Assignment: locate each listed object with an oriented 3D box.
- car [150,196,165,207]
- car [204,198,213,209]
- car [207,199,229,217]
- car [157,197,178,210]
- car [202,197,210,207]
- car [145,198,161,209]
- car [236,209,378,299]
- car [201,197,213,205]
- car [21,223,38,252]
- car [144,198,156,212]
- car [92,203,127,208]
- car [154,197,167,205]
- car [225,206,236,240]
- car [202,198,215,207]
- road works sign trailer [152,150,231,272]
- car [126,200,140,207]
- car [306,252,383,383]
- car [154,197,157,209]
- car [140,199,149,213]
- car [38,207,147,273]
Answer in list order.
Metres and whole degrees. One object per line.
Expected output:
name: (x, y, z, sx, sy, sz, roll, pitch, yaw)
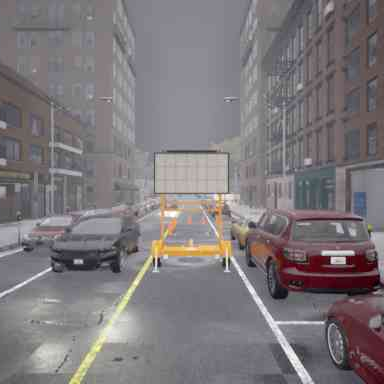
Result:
car: (-5.456, 1.454, 52.501, 1.967, 1.590, 4.097, 0, 0, 0)
car: (2.591, 1.584, 35.958, 1.802, 1.307, 4.206, 0, 0, 0)
car: (2.599, 1.583, 30.441, 1.802, 1.307, 4.206, 0, 0, 0)
car: (-2.801, 1.497, 41.703, 2.128, 1.511, 4.902, 0, 0, 0)
car: (2.584, 1.531, 41.647, 1.752, 1.417, 4.829, 0, 0, 0)
car: (-5.448, 1.535, 46.812, 1.752, 1.417, 4.829, 0, 0, 0)
car: (2.627, 1.315, 8.368, 2.192, 1.841, 5.009, 0, 0, 0)
car: (2.563, 1.585, 58.032, 1.947, 1.339, 4.313, 0, 0, 0)
car: (-5.405, 1.582, 13.870, 1.802, 1.307, 4.206, 0, 0, 0)
car: (-5.434, 1.553, 35.944, 2.008, 1.369, 4.403, 0, 0, 0)
car: (-5.412, 1.551, 19.389, 2.008, 1.369, 4.403, 0, 0, 0)
car: (-5.463, 1.601, 58.020, 1.802, 1.307, 4.206, 0, 0, 0)
car: (2.616, 1.525, 14.054, 1.752, 1.417, 4.829, 0, 0, 0)
car: (2.570, 1.596, 52.513, 1.802, 1.307, 4.206, 0, 0, 0)
road works sign trailer: (-0.014, 0.464, 10.731, 2.380, 3.560, 2.880, 0, 0, 0)
car: (-5.419, 1.545, 24.908, 1.887, 1.381, 4.507, 0, 0, 0)
car: (2.634, 1.582, 2.849, 1.802, 1.307, 4.206, 0, 0, 0)
car: (-5.441, 1.446, 41.463, 1.967, 1.590, 4.097, 0, 0, 0)
car: (-5.426, 1.567, 30.426, 1.947, 1.339, 4.313, 0, 0, 0)
car: (-2.861, 1.478, 10.865, 1.882, 1.535, 5.008, 0, 0, 0)
